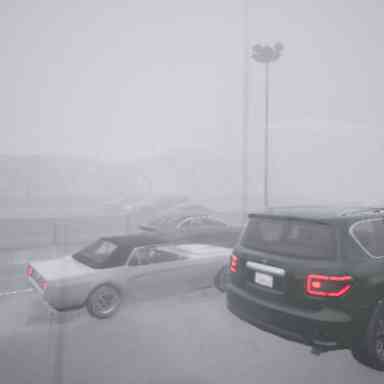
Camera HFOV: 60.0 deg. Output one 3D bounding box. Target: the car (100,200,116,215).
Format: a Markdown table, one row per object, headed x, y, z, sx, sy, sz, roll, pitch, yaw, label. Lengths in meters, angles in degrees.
| x | y | z | sx | sy | sz | roll | pitch | yaw | label |
| --- | --- | --- | --- | --- | --- | --- | --- | --- | --- |
| -6.461 | 1.349 | 33.800 | 5.566 | 2.045 | 2.150 | 1 | 0 | -36 | car |

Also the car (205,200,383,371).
| x | y | z | sx | sy | sz | roll | pitch | yaw | label |
| --- | --- | --- | --- | --- | --- | --- | --- | --- | --- |
| 3.141 | 1.276 | 5.990 | 5.566 | 2.045 | 2.150 | 0 | 0 | -35 | car |

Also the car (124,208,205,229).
| x | y | z | sx | sy | sz | roll | pitch | yaw | label |
| --- | --- | --- | --- | --- | --- | --- | --- | --- | --- |
| 0.266 | 1.558 | 12.538 | 4.902 | 1.511 | 2.128 | 1 | 0 | -35 | car |

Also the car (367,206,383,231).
| x | y | z | sx | sy | sz | roll | pitch | yaw | label |
| --- | --- | --- | --- | --- | --- | --- | --- | --- | --- |
| 13.983 | 1.724 | 22.575 | 4.892 | 1.490 | 1.837 | 0 | 0 | -38 | car |

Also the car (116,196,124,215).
| x | y | z | sx | sy | sz | roll | pitch | yaw | label |
| --- | --- | --- | --- | --- | --- | --- | --- | --- | --- |
| -4.316 | 1.480 | 31.061 | 4.553 | 1.767 | 2.097 | 1 | 0 | -36 | car |

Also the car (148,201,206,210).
| x | y | z | sx | sy | sz | roll | pitch | yaw | label |
| --- | --- | --- | --- | --- | --- | --- | --- | --- | --- |
| -0.543 | 1.632 | 25.146 | 4.892 | 1.490 | 1.837 | 1 | -1 | -36 | car |

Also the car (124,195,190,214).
| x | y | z | sx | sy | sz | roll | pitch | yaw | label |
| --- | --- | --- | --- | --- | --- | --- | --- | --- | --- |
| -2.472 | 1.351 | 28.051 | 5.566 | 2.045 | 2.150 | 1 | -1 | -36 | car |

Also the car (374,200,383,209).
| x | y | z | sx | sy | sz | roll | pitch | yaw | label |
| --- | --- | --- | --- | --- | --- | --- | --- | --- | --- |
| 31.906 | 2.061 | 55.250 | 2.033 | 1.411 | 5.357 | 0 | 0 | 39 | car |

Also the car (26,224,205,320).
| x | y | z | sx | sy | sz | roll | pitch | yaw | label |
| --- | --- | --- | --- | --- | --- | --- | --- | --- | --- |
| -0.930 | 1.632 | 7.385 | 4.718 | 1.301 | 1.895 | 1 | 0 | -35 | car |

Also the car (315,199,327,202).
| x | y | z | sx | sy | sz | roll | pitch | yaw | label |
| --- | --- | --- | --- | --- | --- | --- | --- | --- | --- |
| 24.485 | 2.017 | 62.770 | 2.128 | 1.511 | 4.902 | 0 | 0 | 39 | car |

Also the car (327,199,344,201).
| x | y | z | sx | sy | sz | roll | pitch | yaw | label |
| --- | --- | --- | --- | --- | --- | --- | --- | --- | --- |
| 26.350 | 1.968 | 59.505 | 1.882 | 1.535 | 5.008 | 0 | 0 | 39 | car |
